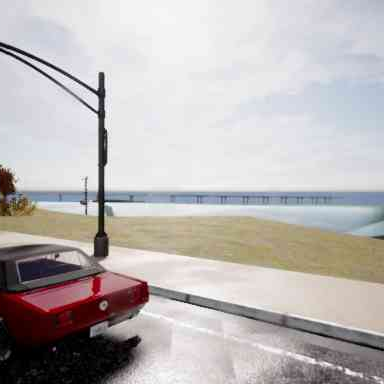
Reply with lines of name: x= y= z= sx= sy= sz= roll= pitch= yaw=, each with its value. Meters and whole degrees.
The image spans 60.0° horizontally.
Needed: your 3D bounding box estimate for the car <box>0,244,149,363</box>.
car: x=-3.083 y=1.603 z=5.888 sx=4.718 sy=1.301 sz=1.895 roll=0 pitch=0 yaw=36
